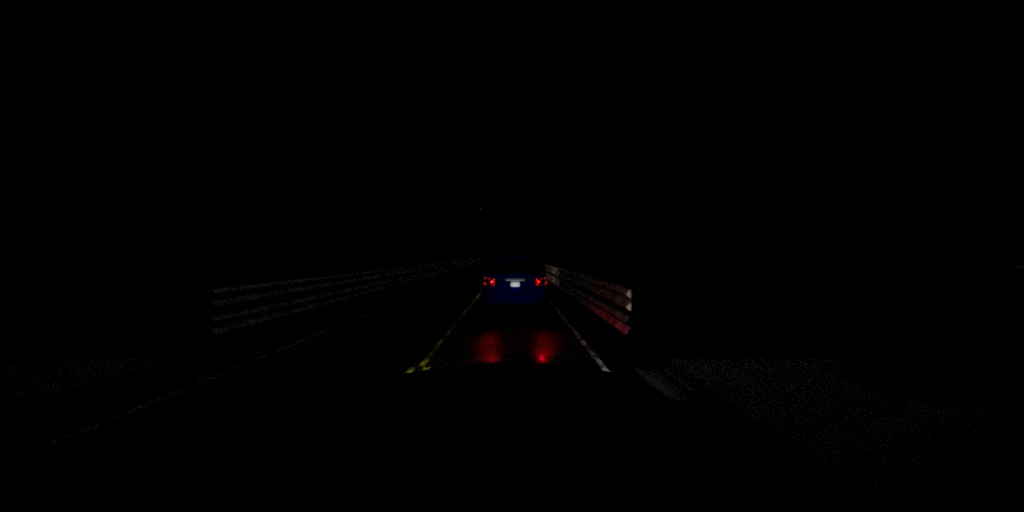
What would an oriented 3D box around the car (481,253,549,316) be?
[{"bbox_3d":[0.097,0.920,13.275,2.150,2.045,5.566,0,0,0],"label":"car"}]
